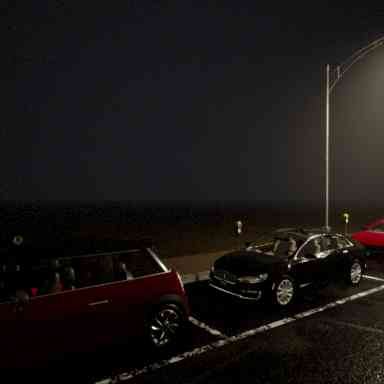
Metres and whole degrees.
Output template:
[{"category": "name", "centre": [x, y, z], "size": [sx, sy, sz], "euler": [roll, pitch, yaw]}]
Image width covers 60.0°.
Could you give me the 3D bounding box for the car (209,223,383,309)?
[{"category": "car", "centre": [2.395, 1.552, 7.797], "size": [4.403, 1.369, 2.008], "euler": [0, 1, -35]}]

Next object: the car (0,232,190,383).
[{"category": "car", "centre": [-2.111, 1.440, 4.581], "size": [4.097, 1.590, 1.967], "euler": [0, 1, -35]}]

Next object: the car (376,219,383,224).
[{"category": "car", "centre": [6.902, 1.547, 11.012], "size": [4.507, 1.381, 1.887], "euler": [0, 1, -35]}]
